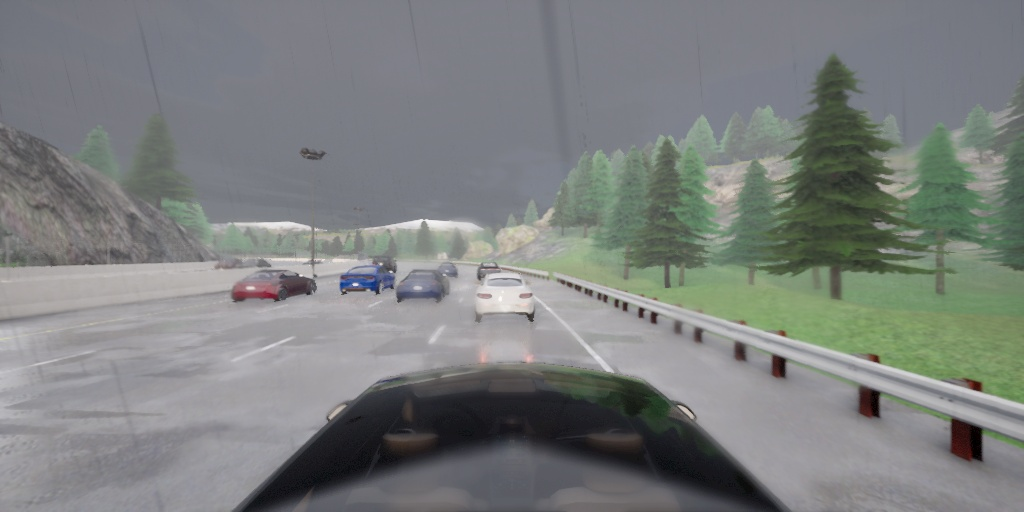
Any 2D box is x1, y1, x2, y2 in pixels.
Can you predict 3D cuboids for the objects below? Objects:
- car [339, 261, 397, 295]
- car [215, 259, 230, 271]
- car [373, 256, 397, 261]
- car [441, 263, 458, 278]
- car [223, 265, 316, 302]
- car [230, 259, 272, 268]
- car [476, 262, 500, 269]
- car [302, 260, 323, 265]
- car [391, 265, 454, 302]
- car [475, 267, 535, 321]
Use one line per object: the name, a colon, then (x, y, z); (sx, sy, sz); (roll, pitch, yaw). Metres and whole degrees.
car: (-7.864, 1.244, 19.954); (1.882, 1.535, 5.008); (0, 0, -5)
car: (-37.896, 1.178, 48.413); (2.097, 1.767, 4.553); (0, 0, -14)
car: (-14.347, 1.002, 40.427); (2.150, 2.045, 5.566); (0, 0, -11)
car: (-6.183, 1.328, 34.432); (1.994, 1.385, 4.181); (0, 0, -9)
car: (-11.133, 1.336, 17.095); (1.994, 1.385, 4.181); (0, 0, -4)
car: (-28.735, 1.159, 39.967); (2.097, 1.767, 4.553); (0, 0, -12)
car: (-1.978, 1.248, 29.985); (2.128, 1.511, 4.902); (0, 0, -8)
car: (-27.263, 1.297, 49.126); (2.128, 1.511, 4.902); (0, 0, -14)
car: (-4.121, 1.323, 17.136); (1.994, 1.385, 4.181); (0, 0, -4)
car: (-0.289, 1.277, 12.342); (1.812, 1.442, 4.674); (0, 0, -3)
